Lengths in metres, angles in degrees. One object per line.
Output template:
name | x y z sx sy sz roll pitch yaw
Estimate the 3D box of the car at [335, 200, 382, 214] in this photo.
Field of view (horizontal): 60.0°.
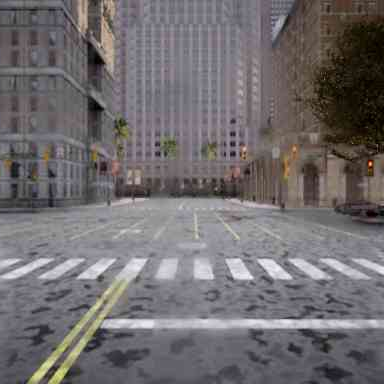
car | 16.622 1.501 33.396 4.181 1.385 1.994 0 0 3
